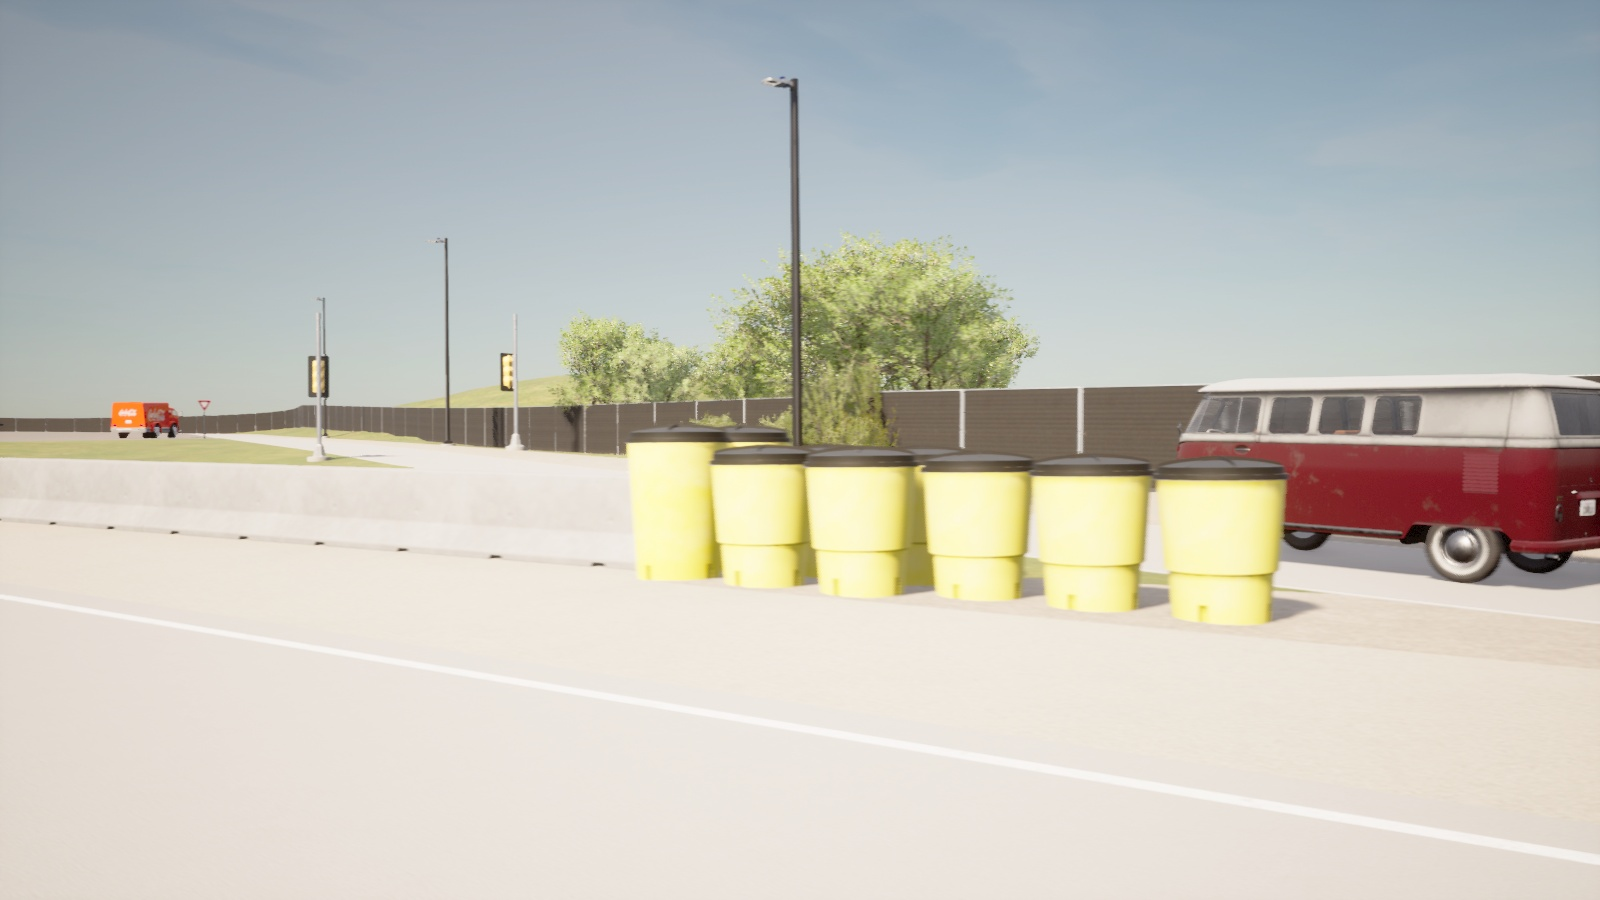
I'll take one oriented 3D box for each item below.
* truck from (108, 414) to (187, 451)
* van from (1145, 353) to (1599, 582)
[{"bbox_3d":[-44.980,-1.241,86.723,2.627,2.467,5.204,-1,1,1],"label":"truck"},{"bbox_3d":[6.001,0.104,13.175,1.775,1.987,4.442,-2,2,-36],"label":"van"}]
